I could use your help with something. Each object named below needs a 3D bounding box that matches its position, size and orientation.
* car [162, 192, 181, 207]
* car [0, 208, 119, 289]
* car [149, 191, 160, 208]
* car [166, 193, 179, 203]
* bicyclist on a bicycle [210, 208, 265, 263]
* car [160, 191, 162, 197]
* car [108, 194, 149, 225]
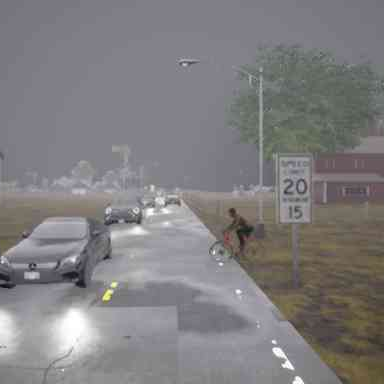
[{"bbox_3d":[-2.295,0.952,39.226,1.812,1.442,4.674,0,1,-3],"label":"car"},{"bbox_3d":[-3.348,1.387,8.978,1.812,1.442,4.674,0,1,-4],"label":"car"},{"bbox_3d":[-5.037,0.952,37.187,2.128,1.511,4.902,0,1,-3],"label":"car"},{"bbox_3d":[-3.008,0.828,50.444,1.812,1.442,4.674,0,0,-4],"label":"car"},{"bbox_3d":[1.333,1.296,9.744,1.656,1.620,0.582,0,1,-4],"label":"bicyclist on a bicycle"},{"bbox_3d":[-7.379,0.551,74.639,2.128,1.511,4.902,0,0,-4],"label":"car"},{"bbox_3d":[-4.095,1.035,20.922,2.097,1.767,4.553,0,1,-4],"label":"car"}]
